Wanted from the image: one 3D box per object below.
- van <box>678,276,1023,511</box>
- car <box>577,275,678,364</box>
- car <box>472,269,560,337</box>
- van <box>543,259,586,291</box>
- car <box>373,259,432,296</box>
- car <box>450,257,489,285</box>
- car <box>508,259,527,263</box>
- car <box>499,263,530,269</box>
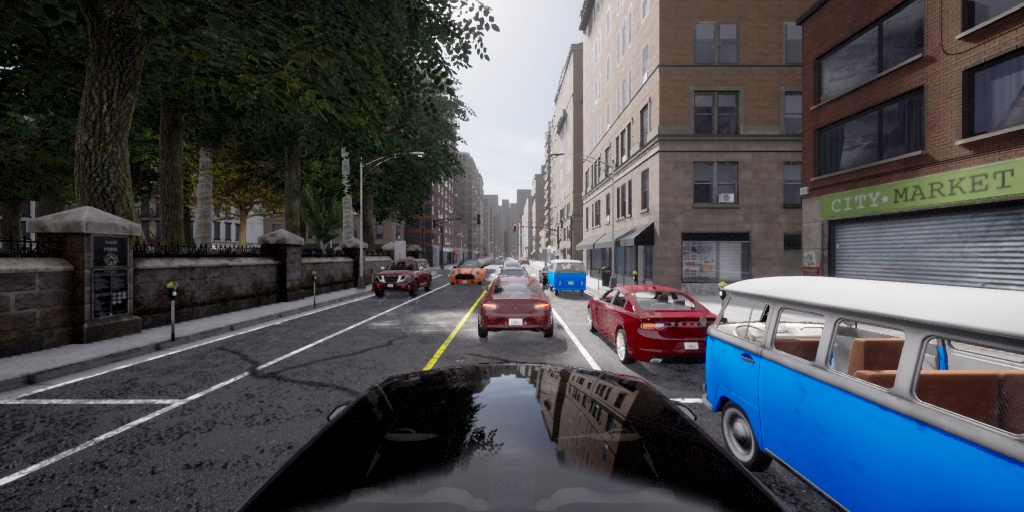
[{"bbox_3d":[2.857,1.091,2.275,1.690,1.789,3.998,0,0,0],"label":"van"},{"bbox_3d":[2.857,1.294,7.936,1.888,1.381,4.507,0,0,0],"label":"car"},{"bbox_3d":[0.096,1.275,10.138,1.812,1.442,4.674,0,0,0],"label":"car"},{"bbox_3d":[2.858,1.086,19.258,1.690,1.789,3.998,0,0,0],"label":"van"},{"bbox_3d":[-5.667,1.060,19.218,2.192,1.841,5.009,0,0,0],"label":"car"},{"bbox_3d":[-3.041,1.092,25.494,2.097,1.767,4.553,0,0,1],"label":"car"},{"bbox_3d":[0.006,1.243,29.461,1.837,1.490,4.892,0,0,0],"label":"car"},{"bbox_3d":[0.098,1.292,19.716,2.033,1.411,5.357,0,0,1],"label":"car"}]
